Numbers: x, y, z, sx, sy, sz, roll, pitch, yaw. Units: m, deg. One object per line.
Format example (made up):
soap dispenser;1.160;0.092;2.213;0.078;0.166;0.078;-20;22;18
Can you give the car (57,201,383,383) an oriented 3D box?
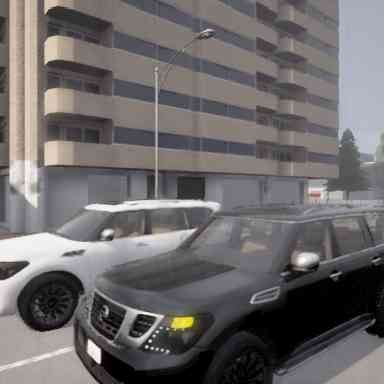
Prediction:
car;1.218;1.222;4.978;5.566;2.045;2.150;0;0;-38

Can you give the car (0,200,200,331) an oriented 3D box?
car;-1.526;1.221;7.274;5.566;2.045;2.150;0;0;-38
